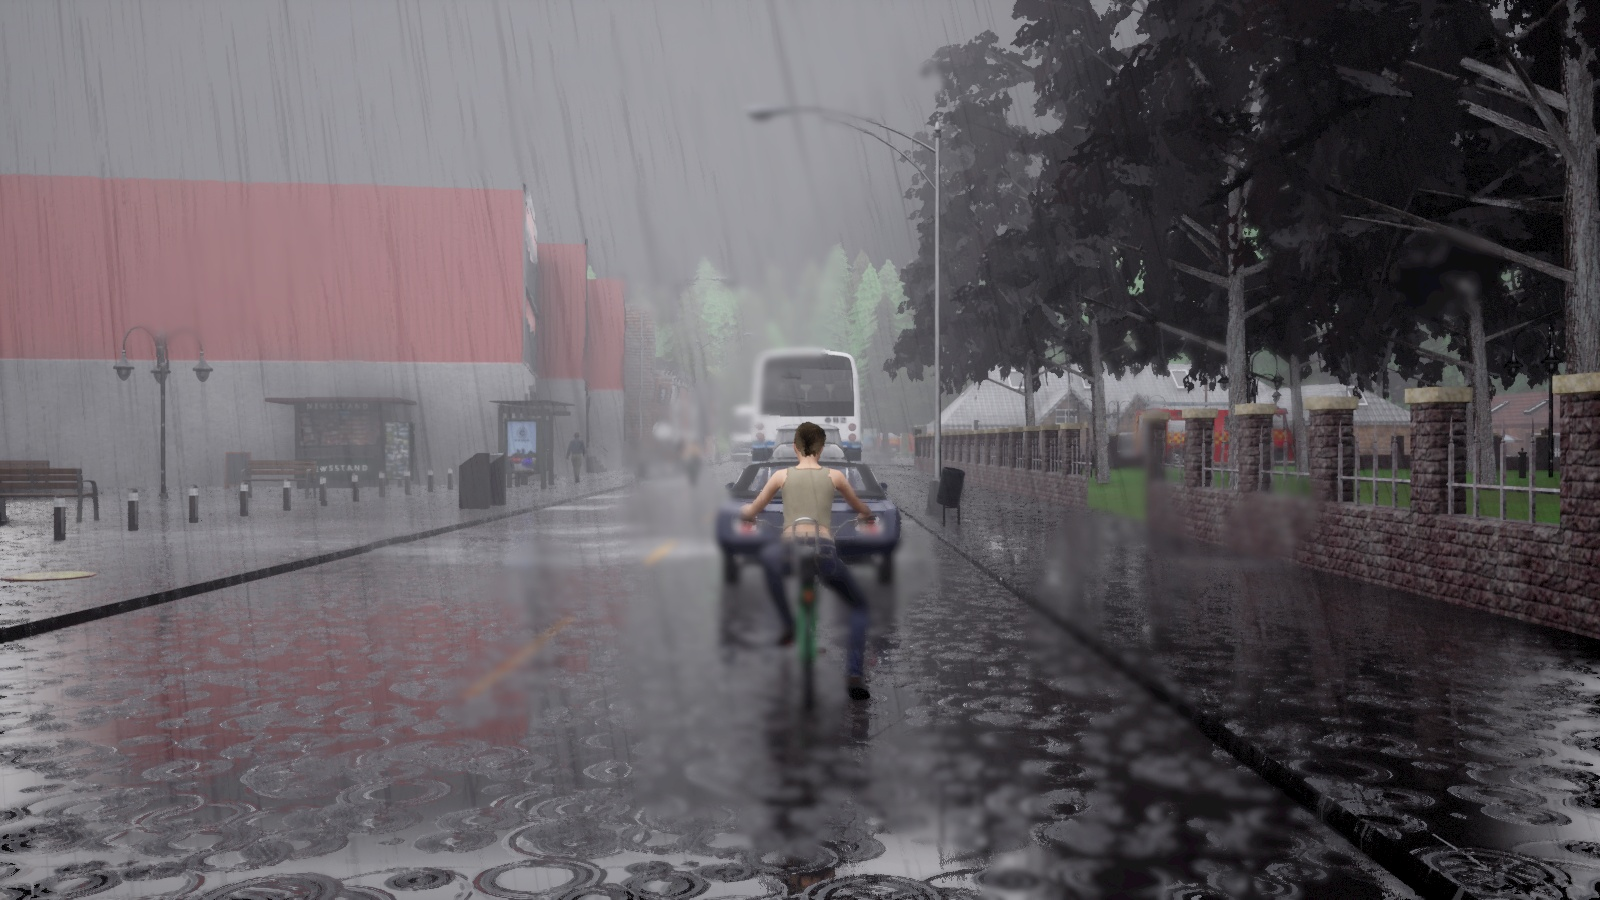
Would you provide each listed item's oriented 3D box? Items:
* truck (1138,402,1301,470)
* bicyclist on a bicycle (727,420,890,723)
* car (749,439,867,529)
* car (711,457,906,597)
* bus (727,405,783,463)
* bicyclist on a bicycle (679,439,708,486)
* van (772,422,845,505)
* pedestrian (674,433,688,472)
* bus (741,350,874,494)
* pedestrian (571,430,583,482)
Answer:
[{"bbox_3d":[24.151,-0.808,72.529,8.468,3.827,2.891,0,0,-1],"label":"truck"},{"bbox_3d":[0.050,0.641,7.436,0.866,1.612,1.509,0,0,0],"label":"bicyclist on a bicycle"},{"bbox_3d":[0.156,0.560,23.591,2.007,1.525,4.514,0,0,0],"label":"car"},{"bbox_3d":[0.096,0.765,14.566,1.895,1.301,4.718,0,0,0],"label":"car"},{"bbox_3d":[-3.348,-1.181,97.211,3.944,4.253,10.273,0,0,0],"label":"bus"},{"bbox_3d":[-3.703,0.433,43.694,0.866,1.612,1.509,0,0,1],"label":"bicyclist on a bicycle"},{"bbox_3d":[0.217,0.315,32.578,1.775,1.987,4.442,0,0,0],"label":"van"},{"bbox_3d":[-5.913,0.141,62.463,0.402,1.930,0.666,0,0,22],"label":"pedestrian"},{"bbox_3d":[0.289,-0.869,42.315,3.944,4.253,10.273,0,0,1],"label":"bus"},{"bbox_3d":[-7.939,0.197,44.727,0.370,1.835,0.726,0,0,-6],"label":"pedestrian"}]
